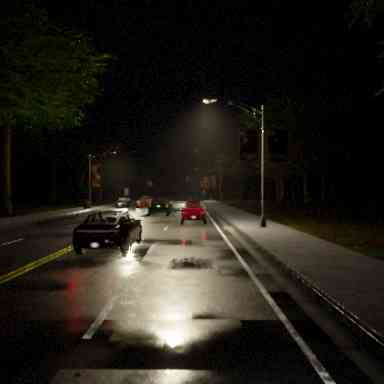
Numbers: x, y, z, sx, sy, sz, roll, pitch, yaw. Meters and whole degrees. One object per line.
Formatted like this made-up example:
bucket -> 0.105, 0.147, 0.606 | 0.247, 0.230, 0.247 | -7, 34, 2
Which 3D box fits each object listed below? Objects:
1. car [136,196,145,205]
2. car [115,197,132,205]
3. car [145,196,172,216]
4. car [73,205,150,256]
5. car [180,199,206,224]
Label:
car -> -6.570, 1.395, 46.999 | 2.097, 1.767, 4.553 | 0, 0, 0
car -> -9.822, 1.535, 47.997 | 2.128, 1.511, 4.902 | 0, 0, 0
car -> -3.141, 1.381, 33.449 | 2.097, 1.767, 4.553 | 0, 0, 0
car -> -3.147, 1.499, 13.194 | 2.128, 1.511, 4.902 | 0, 0, 0
car -> 0.106, 1.545, 25.075 | 1.812, 1.442, 4.674 | 0, 0, 0
